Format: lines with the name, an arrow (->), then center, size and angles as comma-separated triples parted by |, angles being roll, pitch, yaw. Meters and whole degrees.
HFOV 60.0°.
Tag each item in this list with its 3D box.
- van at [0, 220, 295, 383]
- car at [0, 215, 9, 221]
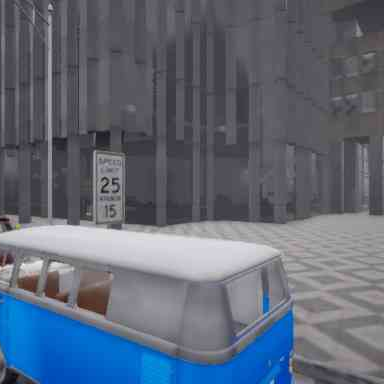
van -> -0.904, 1.341, 3.726 | 3.998, 1.788, 1.690 | 0, 0, 36
car -> -5.497, 1.311, 7.002 | 5.009, 1.841, 2.192 | 0, 0, 36
